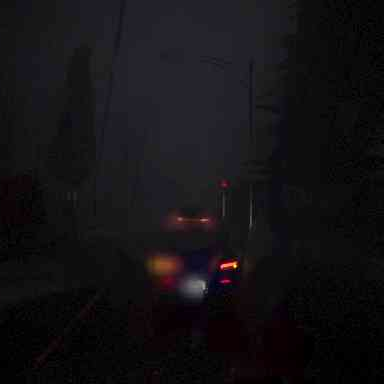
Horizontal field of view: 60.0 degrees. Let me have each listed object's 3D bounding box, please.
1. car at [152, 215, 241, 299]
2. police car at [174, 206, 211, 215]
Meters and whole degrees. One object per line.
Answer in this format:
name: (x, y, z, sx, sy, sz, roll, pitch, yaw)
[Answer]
car: (0.095, 1.526, 8.300, 1.812, 1.442, 4.674, 0, 0, 0)
police car: (0.017, 1.504, 17.619, 2.038, 1.542, 4.974, 0, 0, 0)
